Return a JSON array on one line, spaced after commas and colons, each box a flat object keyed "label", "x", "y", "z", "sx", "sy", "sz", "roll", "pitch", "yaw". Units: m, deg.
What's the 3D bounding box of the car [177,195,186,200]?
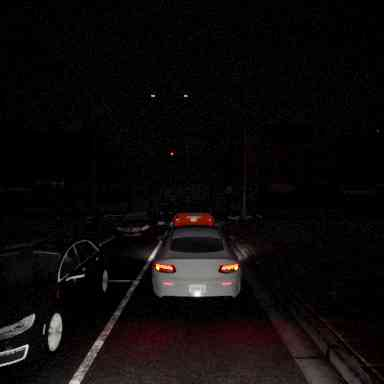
[{"label": "car", "x": -2.749, "y": 1.429, "z": 87.809, "sx": 2.008, "sy": 1.369, "sz": 4.403, "roll": -1, "pitch": 0, "yaw": 0}]

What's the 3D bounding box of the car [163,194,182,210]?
[{"label": "car", "x": -2.712, "y": 1.483, "z": 43.489, "sx": 1.967, "sy": 1.590, "sz": 4.097, "roll": -2, "pitch": 0, "yaw": 0}]

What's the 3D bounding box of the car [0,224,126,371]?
[{"label": "car", "x": -2.665, "y": 1.548, "z": 5.817, "sx": 2.008, "sy": 1.369, "sz": 4.403, "roll": -2, "pitch": 0, "yaw": 0}]

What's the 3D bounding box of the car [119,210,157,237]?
[{"label": "car", "x": -2.676, "y": 1.582, "z": 16.711, "sx": 1.802, "sy": 1.307, "sz": 4.206, "roll": -2, "pitch": 0, "yaw": 0}]

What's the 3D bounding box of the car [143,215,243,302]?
[{"label": "car", "x": 0.091, "y": 1.523, "z": 8.109, "sx": 1.812, "sy": 1.442, "sz": 4.674, "roll": 0, "pitch": 0, "yaw": 0}]

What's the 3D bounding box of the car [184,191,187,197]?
[{"label": "car", "x": -2.740, "y": 1.308, "z": 71.188, "sx": 2.192, "sy": 1.841, "sz": 5.009, "roll": -1, "pitch": 0, "yaw": 0}]

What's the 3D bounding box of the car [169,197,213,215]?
[{"label": "car", "x": 0.080, "y": 1.353, "z": 18.072, "sx": 2.097, "sy": 1.767, "sz": 4.553, "roll": 0, "pitch": 0, "yaw": 0}]

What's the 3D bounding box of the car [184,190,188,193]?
[{"label": "car", "x": -2.758, "y": 1.132, "z": 93.358, "sx": 2.192, "sy": 1.841, "sz": 5.009, "roll": -1, "pitch": 1, "yaw": 0}]

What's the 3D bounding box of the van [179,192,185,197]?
[{"label": "van", "x": -2.734, "y": 1.359, "z": 65.645, "sx": 1.690, "sy": 1.788, "sz": 3.998, "roll": -1, "pitch": 0, "yaw": 0}]
